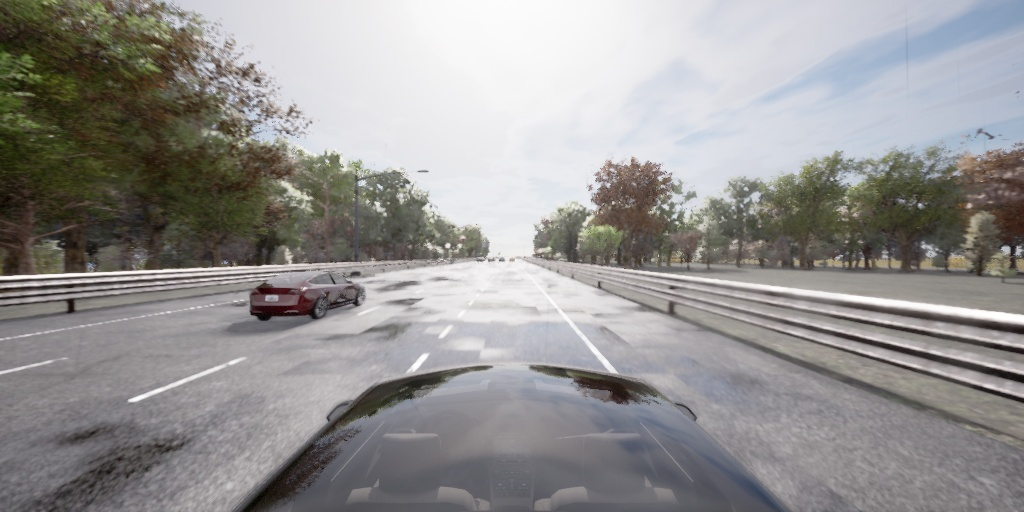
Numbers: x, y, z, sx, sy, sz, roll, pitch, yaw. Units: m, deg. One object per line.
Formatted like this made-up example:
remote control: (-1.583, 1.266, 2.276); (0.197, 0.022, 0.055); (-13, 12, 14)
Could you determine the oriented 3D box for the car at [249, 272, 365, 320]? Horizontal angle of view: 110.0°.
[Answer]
car: (-6.992, 1.276, 12.783); (2.163, 1.488, 4.792); (0, 0, 0)
